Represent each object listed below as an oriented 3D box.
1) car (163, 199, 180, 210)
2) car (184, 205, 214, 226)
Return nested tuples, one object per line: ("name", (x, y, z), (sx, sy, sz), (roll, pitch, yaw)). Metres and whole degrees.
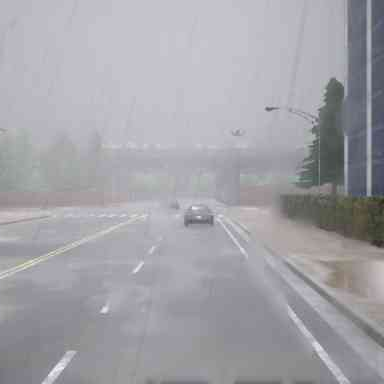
("car", (-2.672, 1.525, 43.090), (1.994, 1.385, 4.181), (0, 0, 1))
("car", (0.482, 1.567, 23.228), (1.994, 1.385, 4.181), (0, 0, 1))
